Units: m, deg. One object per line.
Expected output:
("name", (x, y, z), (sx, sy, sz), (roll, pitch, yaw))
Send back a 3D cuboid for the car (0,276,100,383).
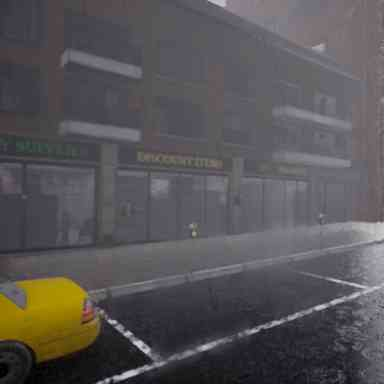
("car", (-3.510, 1.531, 3.570), (4.829, 1.417, 1.752), (0, 2, -35))
